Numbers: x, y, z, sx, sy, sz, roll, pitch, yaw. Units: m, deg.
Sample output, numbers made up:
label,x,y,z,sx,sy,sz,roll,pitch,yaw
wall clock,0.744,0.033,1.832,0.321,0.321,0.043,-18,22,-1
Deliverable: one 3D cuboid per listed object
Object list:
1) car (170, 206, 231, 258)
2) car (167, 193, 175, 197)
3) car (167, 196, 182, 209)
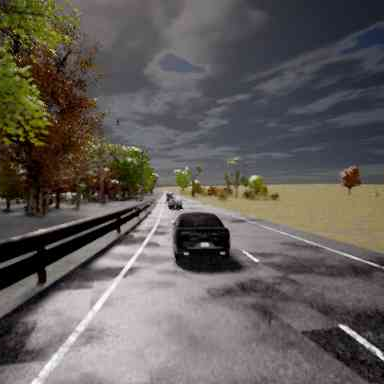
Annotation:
label,x,y,z,sx,sy,sz,roll,pitch,yaw
car,0.211,1.515,12.885,1.882,1.535,5.008,0,0,-4
car,-4.921,1.608,78.968,1.994,1.385,4.181,0,0,-4
car,-2.401,1.646,46.523,1.895,1.301,4.718,0,0,-4
